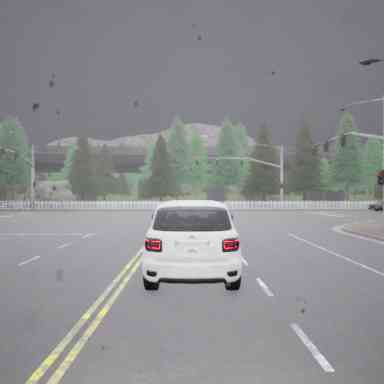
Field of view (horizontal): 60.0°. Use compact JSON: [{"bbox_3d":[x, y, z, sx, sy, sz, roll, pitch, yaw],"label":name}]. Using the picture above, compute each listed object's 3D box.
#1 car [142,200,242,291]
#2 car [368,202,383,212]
[{"bbox_3d":[0.006,1.220,9.168,2.150,2.045,5.566,0,0,0],"label":"car"},{"bbox_3d":[22.217,1.488,36.231,5.357,1.411,2.033,0,0,0],"label":"car"}]
